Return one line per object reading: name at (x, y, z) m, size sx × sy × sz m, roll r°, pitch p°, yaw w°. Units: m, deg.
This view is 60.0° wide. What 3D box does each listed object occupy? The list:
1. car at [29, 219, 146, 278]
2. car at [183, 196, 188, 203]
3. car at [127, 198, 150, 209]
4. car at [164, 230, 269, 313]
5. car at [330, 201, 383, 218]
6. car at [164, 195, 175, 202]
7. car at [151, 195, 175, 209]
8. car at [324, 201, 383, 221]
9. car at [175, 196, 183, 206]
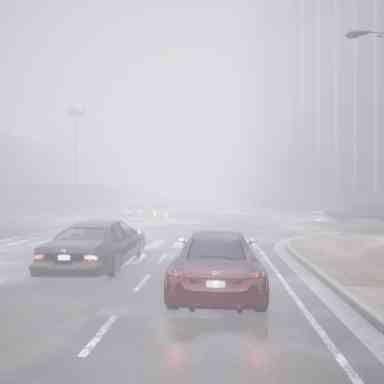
car at (-2.775, 1.548, 10.126) m, size 2.033 × 1.411 × 5.357 m, roll 0°, pitch 0°, yaw 4°
car at (-1.880, 1.506, 69.466) m, size 2.128 × 1.511 × 4.902 m, roll 0°, pitch 0°, yaw 4°
car at (-7.345, 1.526, 44.745) m, size 1.812 × 1.442 × 4.674 m, roll 0°, pitch 0°, yaw 4°
car at (0.576, 1.564, 7.759) m, size 1.994 × 1.385 × 4.181 m, roll 0°, pitch 0°, yaw 5°
car at (15.512, 1.560, 30.548) m, size 4.892 × 1.490 × 1.837 m, roll 0°, pitch 0°, yaw 4°
car at (-4.993, 1.478, 74.739) m, size 1.882 × 1.535 × 5.008 m, roll 0°, pitch 0°, yaw 4°
car at (-3.855, 1.526, 44.485) m, size 1.812 × 1.442 × 4.674 m, roll 0°, pitch 0°, yaw 4°
car at (13.732, 1.603, 27.173) m, size 5.357 × 1.411 × 2.033 m, roll 0°, pitch 0°, yaw 4°
car at (-3.009, 1.526, 55.599) m, size 1.812 × 1.442 × 4.674 m, roll 0°, pitch 0°, yaw 4°
